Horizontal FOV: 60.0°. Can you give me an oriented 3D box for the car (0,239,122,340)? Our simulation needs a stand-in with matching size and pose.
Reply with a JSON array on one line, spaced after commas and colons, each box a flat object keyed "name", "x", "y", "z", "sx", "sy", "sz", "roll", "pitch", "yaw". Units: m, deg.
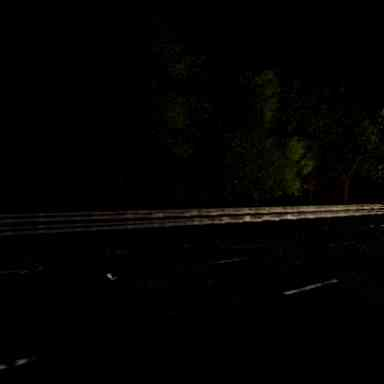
[{"name": "car", "x": -3.516, "y": 1.467, "z": 5.275, "sx": 4.856, "sy": 1.649, "sz": 2.033, "roll": 1, "pitch": -1, "yaw": -39}]
